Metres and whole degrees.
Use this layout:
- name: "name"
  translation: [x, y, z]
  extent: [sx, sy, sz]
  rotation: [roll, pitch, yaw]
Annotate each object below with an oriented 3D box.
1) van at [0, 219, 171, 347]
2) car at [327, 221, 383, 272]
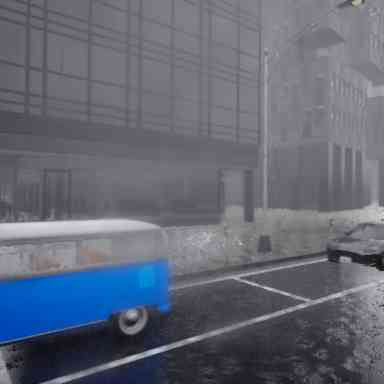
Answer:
- name: "van"
  translation: [-2.261, 1.349, 5.033]
  extent: [3.998, 1.788, 1.690]
  rotation: [1, 0, -35]
- name: "car"
  translation: [6.350, 1.658, 11.171]
  extent: [4.313, 1.339, 1.947]
  rotation: [1, 0, -35]
